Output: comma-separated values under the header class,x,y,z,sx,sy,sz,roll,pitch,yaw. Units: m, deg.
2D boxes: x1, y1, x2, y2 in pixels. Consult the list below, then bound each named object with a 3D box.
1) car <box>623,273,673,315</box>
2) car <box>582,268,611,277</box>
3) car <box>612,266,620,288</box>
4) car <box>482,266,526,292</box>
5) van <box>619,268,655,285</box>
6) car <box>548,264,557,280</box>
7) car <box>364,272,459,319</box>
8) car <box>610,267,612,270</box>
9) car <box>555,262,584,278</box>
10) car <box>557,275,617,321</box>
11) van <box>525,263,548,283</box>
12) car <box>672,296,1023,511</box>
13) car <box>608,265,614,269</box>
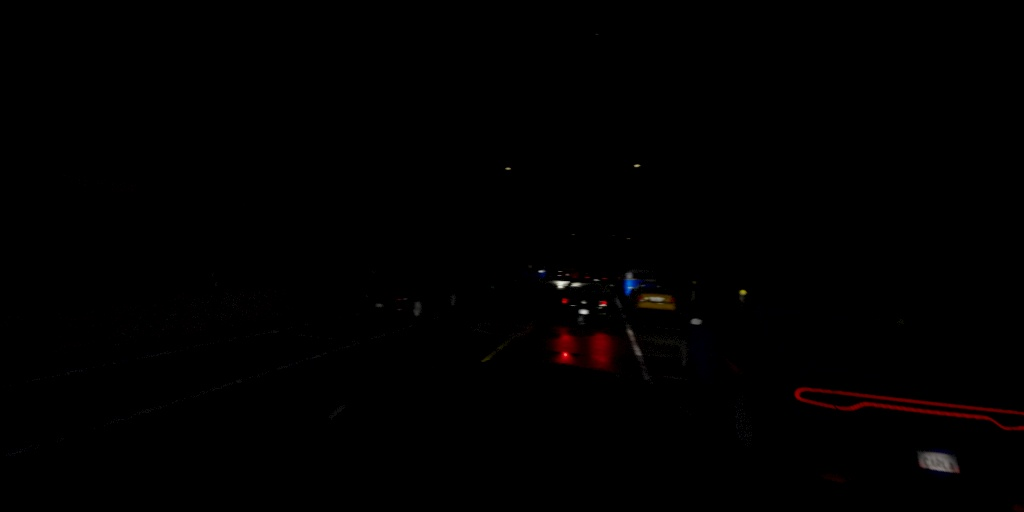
class,x,y,z,sx,sy,sz,roll,pitch,yaw
car,6.261,1.729,16.412,1.751,1.417,4.829,0,0,14
car,7.438,2.014,31.690,1.994,1.385,4.181,2,-1,14
car,10.395,2.033,32.628,1.967,1.591,4.097,0,0,14
car,-0.644,1.559,23.807,1.948,1.339,4.313,0,0,14
van,7.611,1.674,21.707,1.690,1.789,3.998,0,0,14
car,3.532,1.949,40.189,1.948,1.339,4.313,0,0,14
car,-3.428,1.280,12.887,1.888,1.381,4.507,0,0,14
car,13.179,2.403,43.549,2.007,1.370,4.403,0,0,14
car,6.715,1.762,41.464,2.150,2.045,5.566,2,-1,15
car,2.981,1.635,14.213,1.895,1.301,4.718,2,-1,14
van,2.140,1.594,34.729,1.690,1.789,3.998,0,0,14
car,3.791,1.435,5.073,1.882,1.535,5.008,2,-1,14
car,15.962,2.553,54.468,1.967,1.591,4.097,0,0,14
